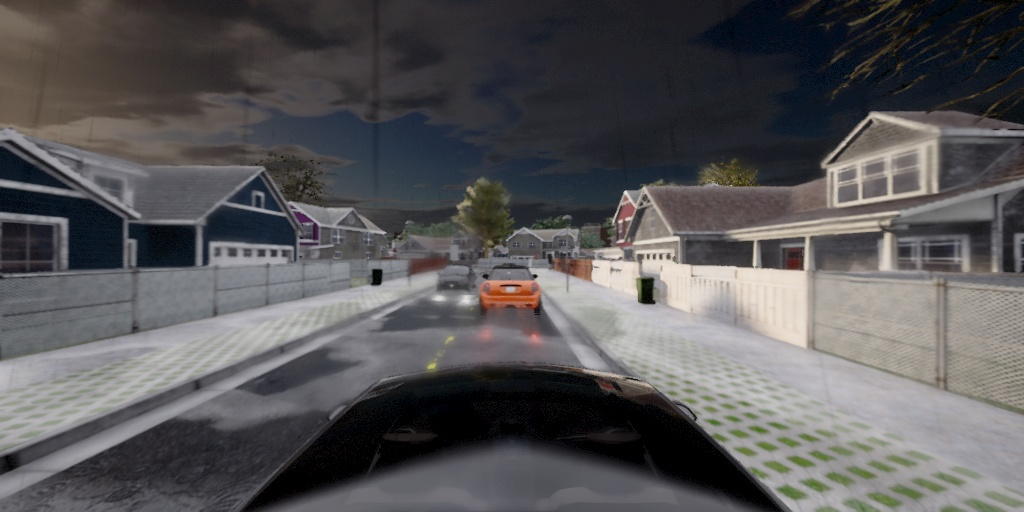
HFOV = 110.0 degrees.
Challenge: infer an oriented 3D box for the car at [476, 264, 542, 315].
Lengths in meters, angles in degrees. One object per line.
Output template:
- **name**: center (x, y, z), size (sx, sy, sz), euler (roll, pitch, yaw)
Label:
- **car**: center (-0.064, 1.105, 13.809), size (2.097, 1.767, 4.553), euler (0, 0, -1)

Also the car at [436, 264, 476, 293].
- **car**: center (-3.093, 1.252, 20.623), size (1.837, 1.490, 4.892), euler (0, 0, -1)
